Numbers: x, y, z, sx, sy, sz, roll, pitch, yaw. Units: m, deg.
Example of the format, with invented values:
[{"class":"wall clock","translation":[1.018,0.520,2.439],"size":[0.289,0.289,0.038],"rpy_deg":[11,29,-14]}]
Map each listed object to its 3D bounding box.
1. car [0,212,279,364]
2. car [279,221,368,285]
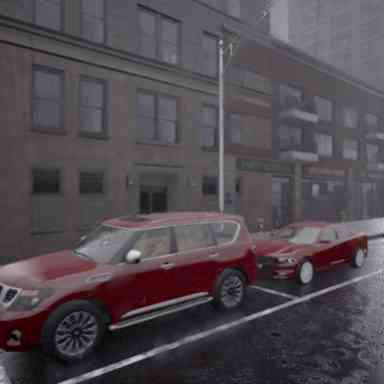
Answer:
[{"class":"car","translation":[-0.877,1.369,6.208],"size":[5.009,1.841,2.192],"rpy_deg":[0,0,-39]},{"class":"car","translation":[3.411,1.567,9.625],"size":[4.507,1.381,1.887],"rpy_deg":[0,0,-39]}]
